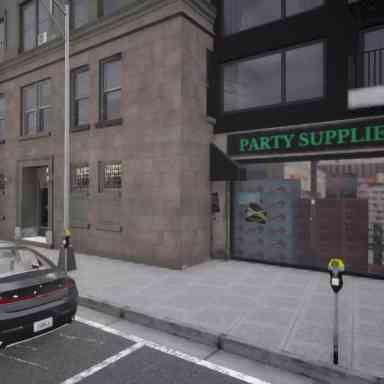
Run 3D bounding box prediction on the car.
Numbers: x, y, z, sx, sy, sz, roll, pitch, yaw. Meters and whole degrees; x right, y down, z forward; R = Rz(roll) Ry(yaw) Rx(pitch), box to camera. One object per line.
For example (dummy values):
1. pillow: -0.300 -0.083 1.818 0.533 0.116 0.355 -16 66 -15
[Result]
1. car: -3.788 1.551 5.746 4.403 1.369 2.008 0 0 35
